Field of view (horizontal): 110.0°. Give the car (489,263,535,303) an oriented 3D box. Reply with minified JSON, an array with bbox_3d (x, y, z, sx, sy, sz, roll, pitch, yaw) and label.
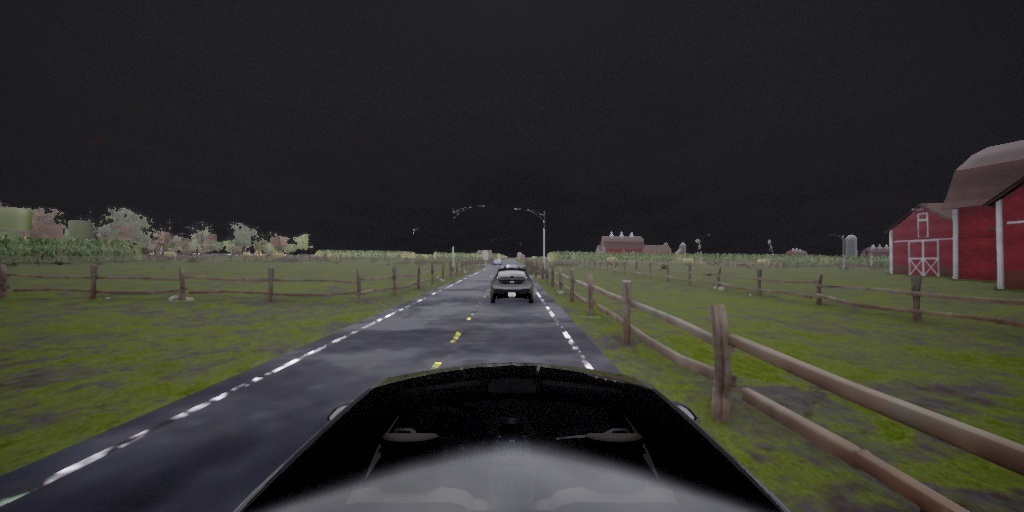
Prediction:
[{"bbox_3d":[0.000,1.269,16.501,1.837,1.490,4.892,0,0,0],"label":"car"}]

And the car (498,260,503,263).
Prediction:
[{"bbox_3d":[0.000,1.331,31.503,1.994,1.385,4.181,0,0,0],"label":"car"}]
